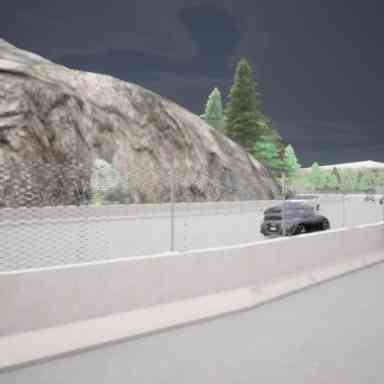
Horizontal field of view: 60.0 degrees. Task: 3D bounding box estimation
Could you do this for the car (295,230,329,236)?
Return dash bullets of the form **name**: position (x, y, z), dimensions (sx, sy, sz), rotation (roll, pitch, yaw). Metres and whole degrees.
- **car**: position (5.442, 1.578, 17.300), dimensions (4.181, 1.385, 1.994), rotation (0, 0, -40)
